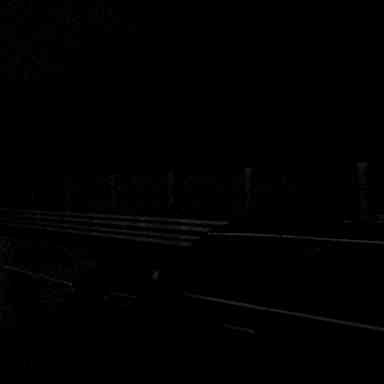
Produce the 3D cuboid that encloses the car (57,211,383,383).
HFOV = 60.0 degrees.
[{"bbox_3d":[1.031,1.222,3.258,5.566,2.045,2.150,0,0,36],"label":"car"}]
